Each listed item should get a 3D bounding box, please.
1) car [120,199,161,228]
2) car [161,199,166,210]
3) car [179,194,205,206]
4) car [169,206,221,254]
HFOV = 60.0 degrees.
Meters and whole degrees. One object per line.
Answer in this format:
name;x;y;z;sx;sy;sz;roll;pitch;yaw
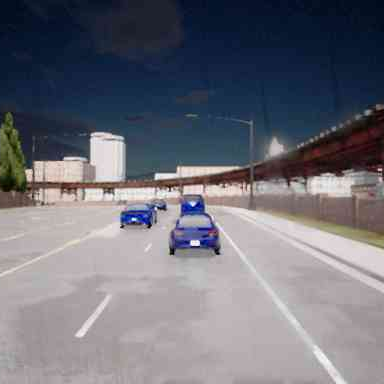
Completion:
car;-3.400;1.449;21.942;1.882;1.535;5.008;0;0;0
car;-4.250;1.532;41.458;1.994;1.385;4.181;0;0;-6
car;0.015;1.183;31.080;2.150;2.045;5.566;0;0;-2
car;0.100;1.508;13.238;1.812;1.442;4.674;0;0;0
